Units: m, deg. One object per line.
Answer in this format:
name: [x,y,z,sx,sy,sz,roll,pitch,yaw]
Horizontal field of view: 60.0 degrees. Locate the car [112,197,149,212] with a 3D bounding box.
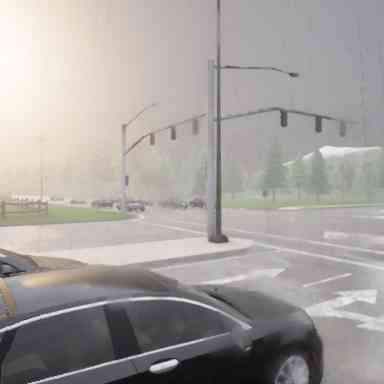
car: [-7.198,1.595,38.844,1.895,1.301,4.718,0,0,-35]

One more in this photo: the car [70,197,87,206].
car: [-19.279,1.520,56.292,1.812,1.442,4.674,0,0,-34]

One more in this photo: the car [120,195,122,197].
car: [-15.571,1.555,63.296,1.994,1.385,4.181,0,0,-33]

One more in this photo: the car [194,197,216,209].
car: [1.489,1.496,44.756,1.837,1.490,4.892,0,0,-35]

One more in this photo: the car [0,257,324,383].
car: [-0.744,1.503,3.159,4.892,1.490,1.837,1,0,-35]

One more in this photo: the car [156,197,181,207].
car: [-3.695,1.516,52.232,1.812,1.442,4.674,0,0,-35]

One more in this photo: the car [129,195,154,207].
car: [-7.655,1.518,51.796,1.812,1.442,4.674,0,0,-35]

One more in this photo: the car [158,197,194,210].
car: [-2.381,1.483,44.190,2.128,1.511,4.902,0,0,-34]

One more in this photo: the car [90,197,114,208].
car: [-12.627,1.595,46.674,1.895,1.301,4.718,0,0,-35]

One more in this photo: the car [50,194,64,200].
car: [-27.967,1.178,68.936,2.097,1.767,4.553,0,0,-35]

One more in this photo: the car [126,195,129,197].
car: [-12.918,1.342,65.617,2.097,1.767,4.553,0,0,-34]

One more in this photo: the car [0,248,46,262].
car: [-3.603,1.564,5.475,4.181,1.385,1.994,0,0,-35]
